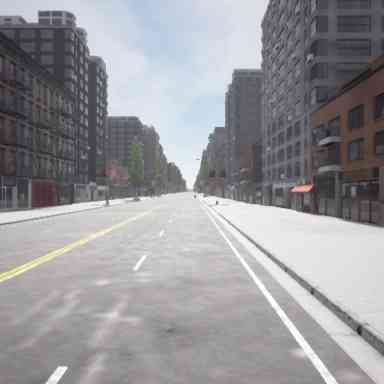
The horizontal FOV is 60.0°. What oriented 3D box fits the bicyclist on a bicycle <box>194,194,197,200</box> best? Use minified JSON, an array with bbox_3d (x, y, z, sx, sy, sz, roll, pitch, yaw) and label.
[{"bbox_3d":[0.918,1.434,90.243,0.866,1.612,1.509,2,1,0],"label":"bicyclist on a bicycle"}]
